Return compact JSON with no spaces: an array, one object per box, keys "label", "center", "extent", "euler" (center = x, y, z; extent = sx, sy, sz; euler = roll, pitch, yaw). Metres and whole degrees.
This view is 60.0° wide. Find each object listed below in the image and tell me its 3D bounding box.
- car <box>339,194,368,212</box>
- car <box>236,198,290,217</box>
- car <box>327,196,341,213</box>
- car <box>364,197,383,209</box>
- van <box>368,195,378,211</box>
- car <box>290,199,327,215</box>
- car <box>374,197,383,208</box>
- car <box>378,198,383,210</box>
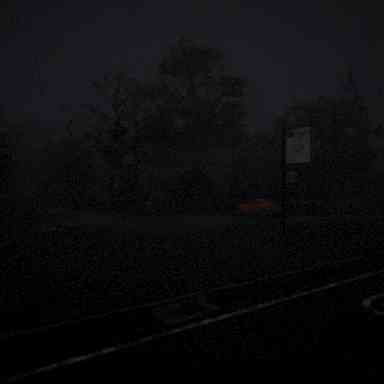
[{"label":"car","center":[17.530,1.340,38.962],"extent":[2.185,1.767,4.553],"euler":[0,0,-36]},{"label":"car","center":[6.176,1.416,30.902],"extent":[2.097,1.535,5.008],"euler":[0,0,-35]},{"label":"car","center":[12.976,1.476,35.755],"extent":[2.002,1.452,4.674],"euler":[0,0,-35]},{"label":"car","center":[26.683,1.544,45.308],"extent":[1.946,1.575,5.366],"euler":[1,0,-36]},{"label":"van","center":[19.709,1.258,40.697],"extent":[1.878,1.987,4.442],"euler":[0,0,-36]},{"label":"car","center":[10.705,1.425,34.141],"extent":[2.097,1.535,5.008],"euler":[0,0,-35]},{"label":"car","center":[28.845,1.569,47.075],"extent":[2.097,1.535,5.008],"euler":[1,0,-36]},{"label":"car","center":[24.310,1.566,43.838],"extent":[2.002,1.452,4.674],"euler":[1,0,-36]}]
